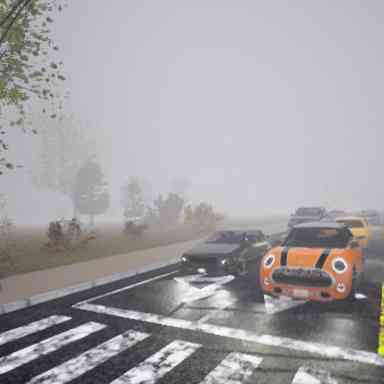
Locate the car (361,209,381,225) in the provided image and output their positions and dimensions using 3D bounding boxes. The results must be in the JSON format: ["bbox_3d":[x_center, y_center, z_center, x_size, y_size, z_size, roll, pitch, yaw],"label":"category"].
[{"bbox_3d":[18.191,2.519,34.079,2.128,1.511,4.902,-3,-3,31],"label":"car"}]

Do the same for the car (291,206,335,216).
[{"bbox_3d":[8.729,2.087,24.526,2.150,2.045,5.566,-3,-3,31],"label":"car"}]

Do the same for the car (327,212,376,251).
[{"bbox_3d":[8.156,2.031,17.146,1.882,1.535,5.008,-3,-2,31],"label":"car"}]

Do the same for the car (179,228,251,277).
[{"bbox_3d":[1.631,2.078,12.472,2.033,1.411,5.357,-3,-3,30],"label":"car"}]

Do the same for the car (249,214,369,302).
[{"bbox_3d":[3.510,1.685,9.286,2.097,1.767,4.553,-3,-3,30],"label":"car"}]

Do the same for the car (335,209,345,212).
[{"bbox_3d":[16.330,2.730,37.285,1.837,1.490,4.892,-3,-3,31],"label":"car"}]
